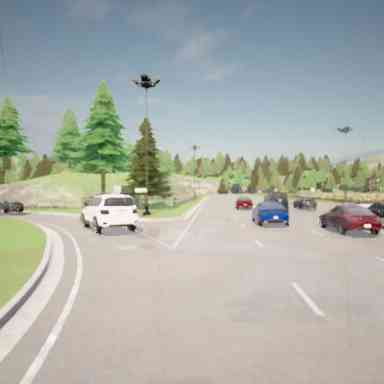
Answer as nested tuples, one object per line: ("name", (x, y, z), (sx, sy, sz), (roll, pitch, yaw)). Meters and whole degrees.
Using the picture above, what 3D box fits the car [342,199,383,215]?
("car", (16.332, 1.414, 31.974), (1.895, 1.301, 4.718), (0, 0, 4))

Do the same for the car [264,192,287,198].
("car", (9.752, 1.043, 38.924), (2.150, 2.045, 5.566), (0, 0, 4))

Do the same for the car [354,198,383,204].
("car", (12.114, 1.376, 20.743), (1.837, 1.490, 4.892), (0, 0, 4))

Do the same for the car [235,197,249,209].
("car", (6.408, 1.306, 41.478), (1.882, 1.535, 5.008), (0, 0, 4))

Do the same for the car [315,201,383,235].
("car", (8.434, 1.424, 17.991), (1.812, 1.442, 4.674), (0, 0, 4))

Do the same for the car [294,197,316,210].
("car", (13.288, 1.294, 39.352), (2.128, 1.511, 4.902), (0, 0, 4))

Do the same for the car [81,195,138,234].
("car", (-4.893, 1.180, 19.311), (2.150, 2.045, 5.566), (0, 0, -29))

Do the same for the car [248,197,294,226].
("car", (5.213, 1.376, 22.524), (1.882, 1.535, 5.008), (0, 0, 4))

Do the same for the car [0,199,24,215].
("car", (-18.942, 1.471, 33.214), (4.902, 1.511, 2.128), (0, 0, 28))
